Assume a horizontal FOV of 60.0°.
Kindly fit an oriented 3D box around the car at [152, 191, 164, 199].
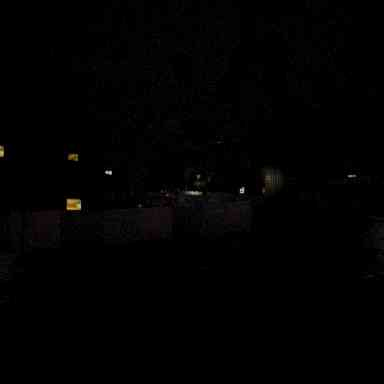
[{"bbox_3d":[-6.442,0.639,61.681,1.812,1.442,4.674,1,1,-21],"label":"car"}]
